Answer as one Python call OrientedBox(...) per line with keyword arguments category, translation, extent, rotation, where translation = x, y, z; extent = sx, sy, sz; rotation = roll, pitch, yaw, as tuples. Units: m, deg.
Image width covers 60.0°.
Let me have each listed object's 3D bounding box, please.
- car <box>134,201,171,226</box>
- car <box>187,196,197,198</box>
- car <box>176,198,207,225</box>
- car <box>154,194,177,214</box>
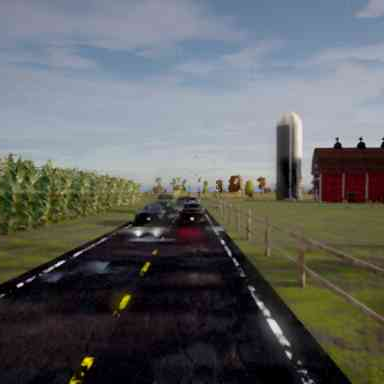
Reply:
OrientedBox(category="car", translation=(-2.778, 1.546, 23.327), extent=(1.994, 1.385, 4.181), rotation=(0, 0, 1))
OrientedBox(category="car", translation=(0.040, 1.329, 43.277), extent=(2.097, 1.767, 4.553), rotation=(0, 0, 0))
OrientedBox(category="car", translation=(0.021, 1.488, 24.185), extent=(1.837, 1.490, 4.892), rotation=(0, 1, 0))
OrientedBox(category="car", translation=(-2.792, 1.205, 35.961), extent=(2.150, 2.045, 5.566), rotation=(0, 0, 0))
